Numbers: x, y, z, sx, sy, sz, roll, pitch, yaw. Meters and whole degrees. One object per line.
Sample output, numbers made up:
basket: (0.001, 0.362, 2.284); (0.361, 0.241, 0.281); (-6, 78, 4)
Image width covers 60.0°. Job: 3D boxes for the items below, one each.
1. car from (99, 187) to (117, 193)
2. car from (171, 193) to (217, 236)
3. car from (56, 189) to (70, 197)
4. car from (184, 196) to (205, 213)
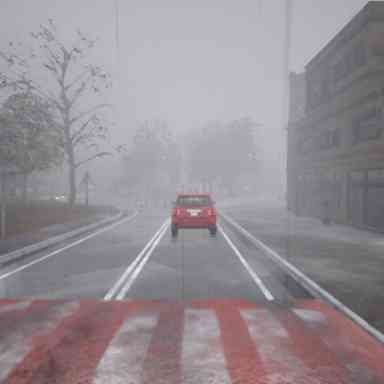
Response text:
car: (-21.453, -0.478, 84.990); (1.882, 1.535, 5.008); (1, 2, 39)
car: (0.087, 1.092, 17.612); (2.150, 2.045, 5.566); (0, 0, 0)
car: (-26.822, 0.177, 69.537); (2.128, 1.511, 4.902); (0, 2, -3)
car: (0.363, 1.203, 33.948); (1.812, 1.442, 4.674); (0, 1, 4)
